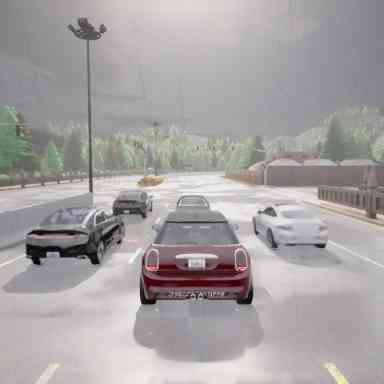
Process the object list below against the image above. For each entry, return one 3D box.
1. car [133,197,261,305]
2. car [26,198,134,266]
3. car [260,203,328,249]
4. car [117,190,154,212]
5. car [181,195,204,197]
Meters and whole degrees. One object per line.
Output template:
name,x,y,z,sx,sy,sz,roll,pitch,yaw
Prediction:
car,0.076,1.192,7.950,2.097,1.767,4.553,0,2,0
car,-3.436,1.218,10.630,2.128,1.511,4.902,0,3,0
car,3.552,1.152,12.572,1.812,1.442,4.674,0,3,0
car,-3.481,0.631,20.018,1.837,1.490,4.892,0,4,0
car,0.034,0.861,17.332,2.033,1.411,5.357,0,4,0
